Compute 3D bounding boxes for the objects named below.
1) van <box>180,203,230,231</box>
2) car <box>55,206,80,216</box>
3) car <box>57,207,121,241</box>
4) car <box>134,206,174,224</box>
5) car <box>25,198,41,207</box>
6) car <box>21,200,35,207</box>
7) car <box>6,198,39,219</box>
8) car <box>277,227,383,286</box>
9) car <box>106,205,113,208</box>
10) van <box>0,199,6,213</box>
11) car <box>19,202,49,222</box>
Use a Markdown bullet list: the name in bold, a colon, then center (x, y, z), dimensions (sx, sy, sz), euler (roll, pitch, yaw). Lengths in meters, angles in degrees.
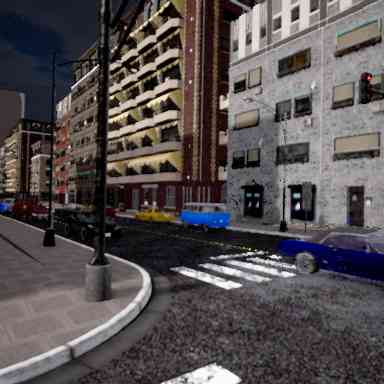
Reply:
- **van**: center (0.792, 1.640, 22.704), dimensions (1.690, 1.788, 3.998), euler (1, -1, -36)
- **car**: center (-10.122, 1.854, 28.415), dimensions (1.895, 1.301, 4.718), euler (2, -2, -36)
- **car**: center (-5.178, 1.626, 17.078), dimensions (1.947, 1.339, 4.313), euler (1, -1, -36)
- **car**: center (-3.329, 1.890, 28.253), dimensions (1.752, 1.417, 4.829), euler (1, -1, -36)
- **car**: center (-32.798, 2.180, 68.511), dimensions (2.192, 1.841, 5.009), euler (1, -1, -36)
- **car**: center (-36.118, 2.452, 73.180), dimensions (1.752, 1.417, 4.829), euler (1, -1, -36)
- **car**: center (-16.218, 1.564, 32.407), dimensions (2.192, 1.841, 5.009), euler (1, -1, -36)
- **car**: center (4.554, 1.611, 8.329), dimensions (1.895, 1.301, 4.718), euler (1, 0, -36)
- **car**: center (-9.858, 2.053, 37.047), dimensions (1.802, 1.307, 4.206), euler (1, -1, -36)
- **van**: center (-22.783, 1.701, 41.388), dimensions (1.690, 1.788, 3.998), euler (1, -1, -36)
- **car**: center (-12.952, 1.775, 27.903), dimensions (1.802, 1.307, 4.206), euler (1, -1, -36)
